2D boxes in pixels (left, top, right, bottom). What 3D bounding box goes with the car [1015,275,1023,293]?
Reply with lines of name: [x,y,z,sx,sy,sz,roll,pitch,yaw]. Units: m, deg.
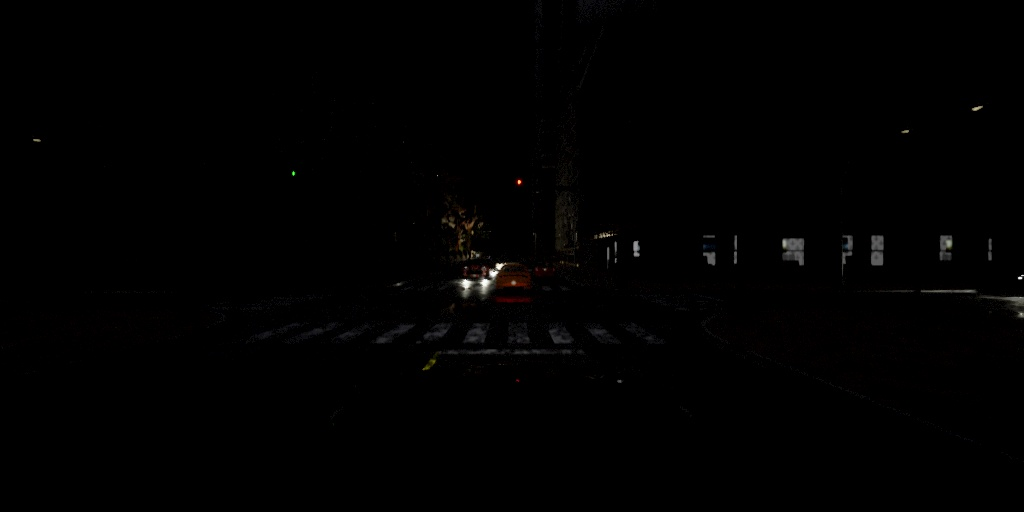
car: [26.780,1.001,16.663,4.553,1.767,2.097,0,0,1]

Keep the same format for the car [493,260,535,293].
car: [0.088,1.207,20.792,1.882,1.535,5.008,0,0,0]

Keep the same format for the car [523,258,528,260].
car: [2.665,1.238,59.267,1.948,1.339,4.313,0,0,0]

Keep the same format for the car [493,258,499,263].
car: [-3.110,1.290,48.589,1.895,1.301,4.718,0,0,0]

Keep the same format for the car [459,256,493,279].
car: [-3.112,1.064,31.970,2.097,1.767,4.553,0,0,0]

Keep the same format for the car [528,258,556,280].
car: [2.678,1.153,30.862,1.967,1.591,4.097,0,0,0]

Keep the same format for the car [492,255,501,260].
car: [-3.028,0.632,64.099,2.097,1.767,4.553,0,0,0]

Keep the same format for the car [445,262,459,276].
car: [-5.705,1.251,36.536,1.888,1.381,4.507,0,0,0]
